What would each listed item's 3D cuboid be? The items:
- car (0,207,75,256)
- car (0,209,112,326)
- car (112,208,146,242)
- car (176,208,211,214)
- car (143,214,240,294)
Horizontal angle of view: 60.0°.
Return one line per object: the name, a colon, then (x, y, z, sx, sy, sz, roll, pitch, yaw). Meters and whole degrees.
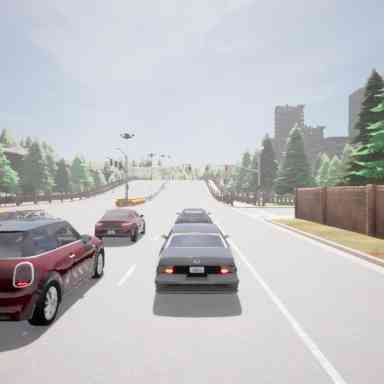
car: (-6.904, 1.492, 14.152, 2.128, 1.511, 4.902, 0, 0, 0)
car: (-3.403, 1.352, 7.222, 2.097, 1.767, 4.553, 0, 0, 0)
car: (-3.408, 1.526, 16.216, 1.812, 1.442, 4.674, 0, 0, -1)
car: (0.096, 1.564, 18.168, 1.994, 1.385, 4.181, 0, 0, 0)
car: (0.097, 1.547, 8.927, 2.033, 1.411, 5.357, 0, 0, 0)
